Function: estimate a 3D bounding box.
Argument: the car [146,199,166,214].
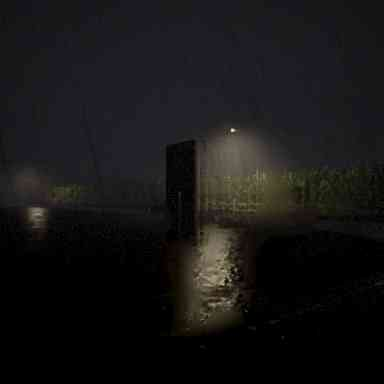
[{"bbox_3d":[-2.536,1.411,31.621,1.837,1.490,4.892,0,0,-41],"label":"car"}]
